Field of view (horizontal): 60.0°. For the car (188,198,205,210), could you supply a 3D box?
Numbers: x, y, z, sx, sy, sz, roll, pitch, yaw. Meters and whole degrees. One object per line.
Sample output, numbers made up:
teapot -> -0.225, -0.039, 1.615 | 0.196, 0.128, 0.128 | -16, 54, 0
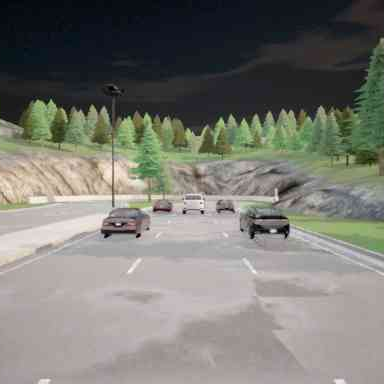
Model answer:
car -> 0.652, 1.564, 44.499 | 1.994, 1.385, 4.181 | 0, 0, 6

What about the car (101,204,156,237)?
car -> -3.394, 1.547, 17.834 | 2.033, 1.411, 5.357 | 0, 0, 0

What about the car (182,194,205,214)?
car -> 0.151, 1.221, 35.151 | 2.150, 2.045, 5.566 | 0, 0, 0

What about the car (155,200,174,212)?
car -> -3.263, 1.564, 38.174 | 1.994, 1.385, 4.181 | 0, 0, 2

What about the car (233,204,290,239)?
car -> 3.606, 1.491, 17.148 | 2.128, 1.511, 4.902 | 0, 0, 0

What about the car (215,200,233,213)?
car -> 3.684, 1.547, 37.317 | 2.033, 1.411, 5.357 | 0, 0, 1
